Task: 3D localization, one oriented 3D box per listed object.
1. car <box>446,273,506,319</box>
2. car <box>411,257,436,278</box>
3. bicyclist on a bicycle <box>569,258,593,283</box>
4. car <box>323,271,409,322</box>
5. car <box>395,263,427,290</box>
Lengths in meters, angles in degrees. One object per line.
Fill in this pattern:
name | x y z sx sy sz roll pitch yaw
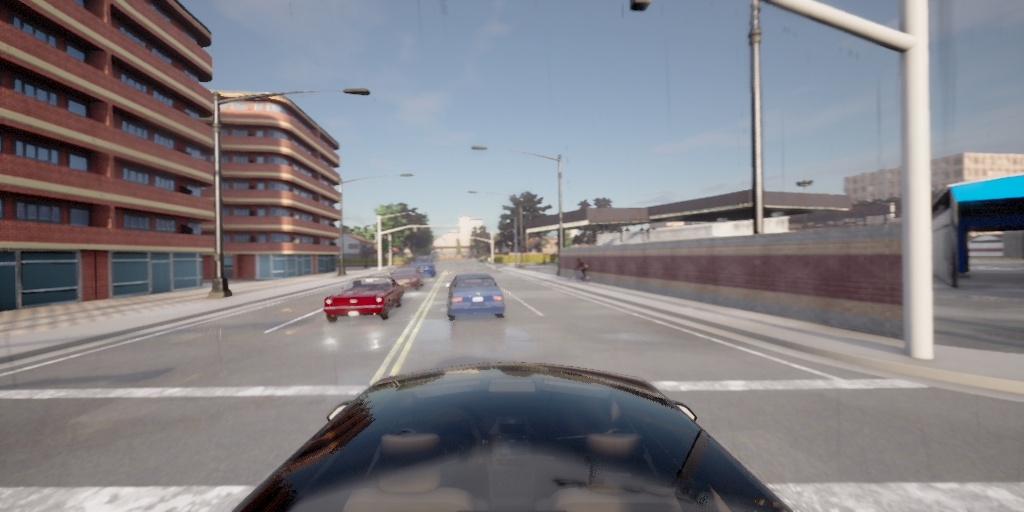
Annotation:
car | -1.385 1.321 12.990 2.033 1.411 5.357 -1 0 -9
car | -8.865 1.091 36.330 2.150 2.045 5.566 -1 0 -9
bicyclist on a bicycle | 4.395 0.947 22.913 1.656 1.620 0.582 -1 0 -9
car | -5.143 1.445 13.041 1.895 1.301 4.718 -1 0 -9
car | -6.755 1.380 23.097 1.812 1.442 4.674 -1 0 -9
